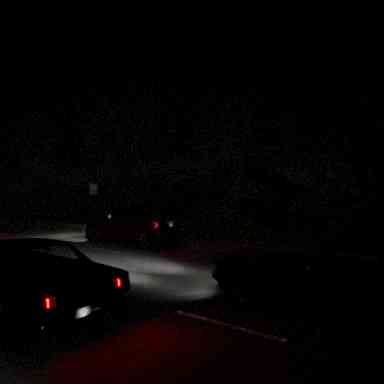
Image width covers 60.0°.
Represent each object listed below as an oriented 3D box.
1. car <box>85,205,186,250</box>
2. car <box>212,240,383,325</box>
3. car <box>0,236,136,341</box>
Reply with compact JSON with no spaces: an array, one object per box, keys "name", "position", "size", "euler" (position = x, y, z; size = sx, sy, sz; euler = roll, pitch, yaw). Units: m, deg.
[{"name":"car","position":[-2.559,1.324,14.416],"size":[4.553,1.767,2.097],"euler":[0,0,36]},{"name":"car","position":[2.770,1.597,6.314],"size":[4.718,1.301,1.895],"euler":[0,0,35]},{"name":"car","position":[-3.502,1.583,6.490],"size":[4.718,1.301,1.895],"euler":[0,0,35]}]
